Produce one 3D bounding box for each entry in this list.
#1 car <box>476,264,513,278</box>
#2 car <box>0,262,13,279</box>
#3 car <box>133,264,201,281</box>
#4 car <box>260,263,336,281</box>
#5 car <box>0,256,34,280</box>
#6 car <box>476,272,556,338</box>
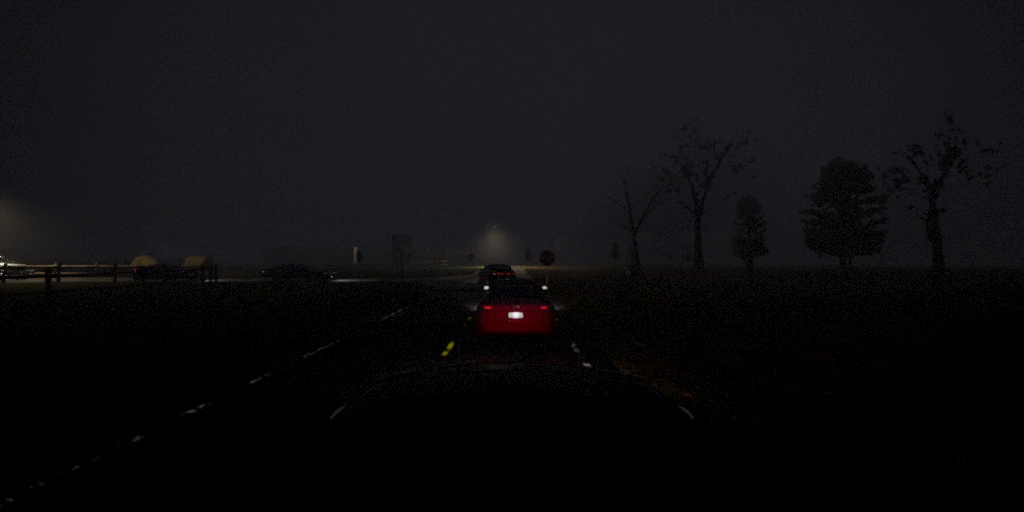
[{"bbox_3d":[-1.178,1.296,25.260,1.837,1.490,4.892,1,0,-18],"label":"car"},{"bbox_3d":[-47.024,1.278,30.948,4.892,1.490,1.837,0,-1,-4],"label":"car"},{"bbox_3d":[-27.926,1.312,29.129,4.181,1.385,1.994,0,-1,-2],"label":"car"},{"bbox_3d":[-17.472,1.308,29.434,5.357,1.411,2.033,0,-1,-1],"label":"car"},{"bbox_3d":[-41.864,0.941,28.433,5.566,2.045,2.150,1,-1,-4],"label":"car"},{"bbox_3d":[0.101,1.329,10.234,1.994,1.385,4.181,0,0,0],"label":"car"}]
